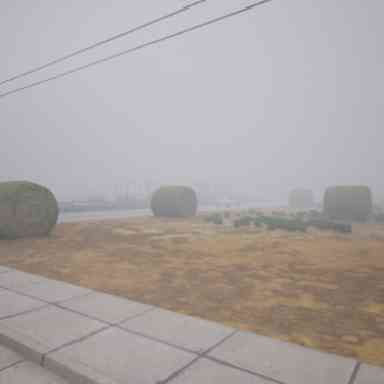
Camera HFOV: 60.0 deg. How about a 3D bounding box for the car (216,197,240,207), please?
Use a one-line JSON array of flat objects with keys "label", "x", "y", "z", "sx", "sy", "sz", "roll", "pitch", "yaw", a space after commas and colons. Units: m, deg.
[{"label": "car", "x": 5.190, "y": 1.465, "z": 48.107, "sx": 1.812, "sy": 1.442, "sz": 4.674, "roll": 0, "pitch": 0, "yaw": 39}]
